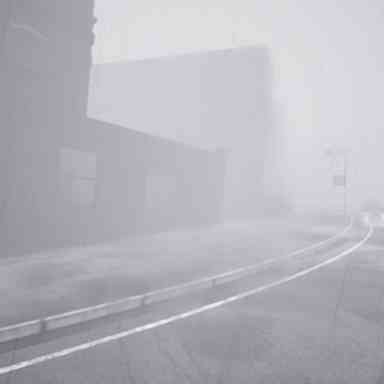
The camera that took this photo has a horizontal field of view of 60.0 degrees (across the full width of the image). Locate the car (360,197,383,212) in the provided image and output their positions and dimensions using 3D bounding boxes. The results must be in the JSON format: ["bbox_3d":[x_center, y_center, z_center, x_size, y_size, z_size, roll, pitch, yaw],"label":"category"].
[{"bbox_3d":[19.071,1.281,35.051,1.812,1.442,4.674,2,1,22],"label":"car"}]
